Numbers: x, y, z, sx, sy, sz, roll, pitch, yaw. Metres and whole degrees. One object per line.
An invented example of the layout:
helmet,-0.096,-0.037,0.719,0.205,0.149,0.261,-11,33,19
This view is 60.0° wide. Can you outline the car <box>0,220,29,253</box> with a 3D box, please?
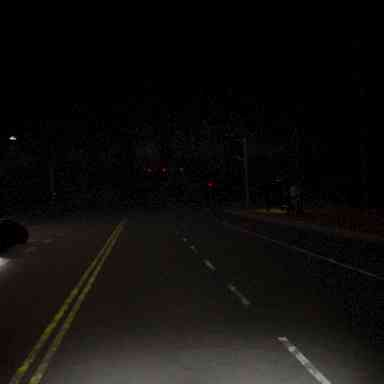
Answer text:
car,-9.287,2.024,15.652,1.994,1.385,4.181,-3,0,-9
